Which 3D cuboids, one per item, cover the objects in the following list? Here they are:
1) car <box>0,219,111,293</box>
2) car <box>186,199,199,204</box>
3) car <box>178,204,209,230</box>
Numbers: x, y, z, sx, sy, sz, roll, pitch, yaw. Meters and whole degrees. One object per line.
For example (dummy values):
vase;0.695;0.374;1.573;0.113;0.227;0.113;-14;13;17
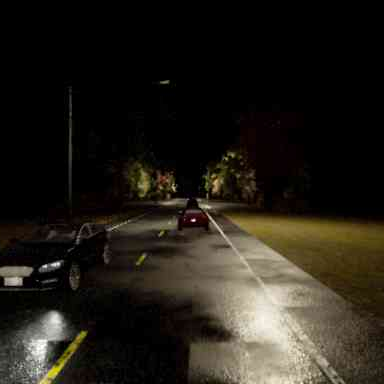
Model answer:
car;-3.597;1.555;9.160;2.128;1.511;4.902;0;0;0
car;0.093;1.876;53.956;1.837;1.490;4.892;0;0;0
car;0.098;1.719;22.409;1.994;1.385;4.181;0;0;0
